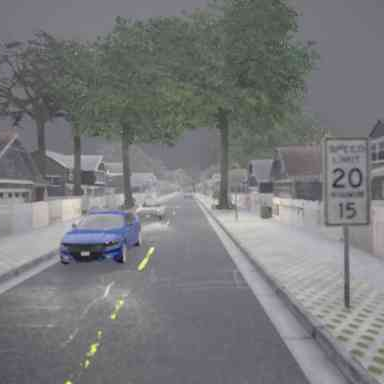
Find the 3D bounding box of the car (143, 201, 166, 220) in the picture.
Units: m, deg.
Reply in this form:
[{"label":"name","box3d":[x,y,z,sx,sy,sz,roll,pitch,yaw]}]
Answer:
[{"label":"car","box3d":[-3.081,1.377,25.536,1.895,1.301,4.718,-1,1,0]}]

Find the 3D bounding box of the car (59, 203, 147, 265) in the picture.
[{"label":"car","box3d":[-2.963,1.393,11.649,1.882,1.535,5.008,-1,1,-1]}]

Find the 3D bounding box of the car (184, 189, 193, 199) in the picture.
[{"label":"car","box3d":[-0.777,0.788,75.505,2.128,1.511,4.902,-1,1,-1]}]

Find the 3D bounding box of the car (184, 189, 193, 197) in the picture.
[{"label":"car","box3d":[-0.892,0.291,85.959,2.150,2.045,5.566,-1,1,-1]}]
